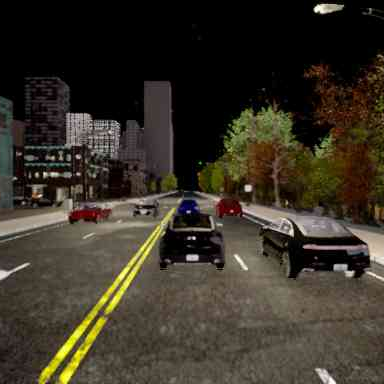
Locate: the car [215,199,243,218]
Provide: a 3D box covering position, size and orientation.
[{"bbox_3d":[2.998,1.297,27.686,1.882,1.535,5.008,0,0,-1],"label":"car"}]

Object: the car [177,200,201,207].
[{"bbox_3d":[-0.248,1.349,27.409,1.812,1.442,4.674,0,0,-1],"label":"car"}]

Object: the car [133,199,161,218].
[{"bbox_3d":[-3.685,1.316,27.646,2.128,1.511,4.902,0,0,-1],"label":"car"}]

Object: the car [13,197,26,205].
[{"bbox_3d":[-29.045,1.469,55.596,4.403,1.369,2.008,-1,2,-1],"label":"car"}]

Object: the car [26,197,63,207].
[{"bbox_3d":[-20.590,1.522,47.206,4.313,1.339,1.947,-1,2,-1],"label":"car"}]

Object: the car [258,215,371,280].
[{"bbox_3d":[3.246,1.428,9.756,2.128,1.511,4.902,0,1,-1],"label":"car"}]

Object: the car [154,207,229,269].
[{"bbox_3d":[-0.018,1.432,10.854,1.837,1.490,4.892,0,0,-1],"label":"car"}]

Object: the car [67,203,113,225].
[{"bbox_3d":[-6.878,1.456,22.837,1.895,1.301,4.718,0,0,-1],"label":"car"}]
